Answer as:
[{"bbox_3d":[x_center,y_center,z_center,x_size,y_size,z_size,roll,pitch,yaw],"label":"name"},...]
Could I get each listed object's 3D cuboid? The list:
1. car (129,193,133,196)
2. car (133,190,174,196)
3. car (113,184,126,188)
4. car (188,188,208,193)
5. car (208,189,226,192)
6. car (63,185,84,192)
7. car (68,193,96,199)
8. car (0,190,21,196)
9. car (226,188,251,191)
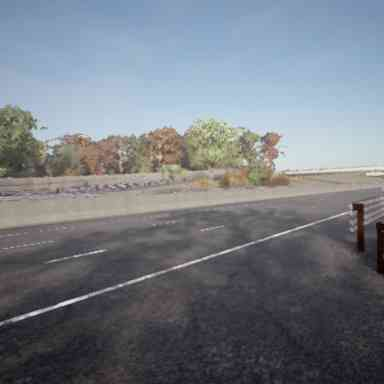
[{"bbox_3d":[-6.077,0.758,38.091,2.128,1.511,4.902,-1,1,38],"label":"car"},{"bbox_3d":[-3.603,0.596,35.576,2.097,1.767,4.553,-1,1,38],"label":"car"},{"bbox_3d":[-16.314,-1.144,73.423,1.895,1.301,4.718,-1,4,19],"label":"car"},{"bbox_3d":[1.077,0.178,52.878,2.097,1.767,4.553,-1,1,38],"label":"car"},{"bbox_3d":[5.291,0.212,52.590,2.128,1.511,4.902,-1,1,39],"label":"car"},{"bbox_3d":[-21.026,-0.334,58.945,2.097,1.767,4.553,-1,3,17],"label":"car"},{"bbox_3d":[-11.956,1.056,36.261,1.895,1.301,4.718,-1,1,38],"label":"car"},{"bbox_3d":[-25.096,0.520,44.307,2.128,1.511,4.902,-1,2,15],"label":"car"},{"bbox_3d":[7.570,0.184,49.833,1.882,1.535,5.008,-1,1,38],"label":"car"}]
